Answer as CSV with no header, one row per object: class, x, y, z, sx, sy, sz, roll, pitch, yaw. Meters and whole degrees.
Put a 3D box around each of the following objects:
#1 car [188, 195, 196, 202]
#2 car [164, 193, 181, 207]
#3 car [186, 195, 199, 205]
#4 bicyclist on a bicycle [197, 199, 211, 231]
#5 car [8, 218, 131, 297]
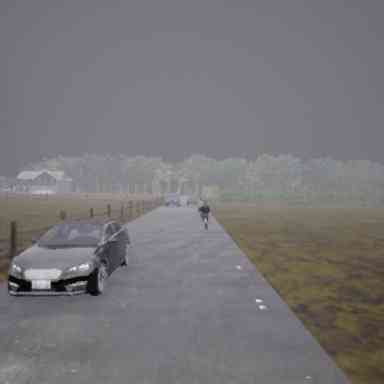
car,0.030,1.396,74.118,1.837,1.490,4.892,0,0,0
car,-2.809,1.168,49.262,2.150,2.045,5.566,0,0,0
car,0.110,1.427,56.389,2.128,1.511,4.902,0,0,0
bicyclist on a bicycle,0.763,1.351,18.985,0.659,1.776,1.843,0,0,0
car,-2.844,1.483,8.728,2.128,1.511,4.902,0,0,0
